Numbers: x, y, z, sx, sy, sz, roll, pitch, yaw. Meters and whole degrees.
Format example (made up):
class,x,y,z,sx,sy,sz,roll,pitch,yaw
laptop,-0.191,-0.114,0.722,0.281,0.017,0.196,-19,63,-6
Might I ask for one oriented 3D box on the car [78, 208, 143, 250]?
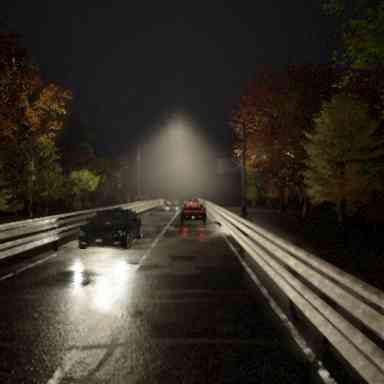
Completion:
class,x,y,z,sx,sy,sz,roll,pitch,yaw
car,-3.351,1.466,14.440,1.882,1.535,5.008,0,0,0

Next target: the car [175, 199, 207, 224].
class,x,y,z,sx,sy,sz,roll,pitch,yaw
car,0.093,1.524,24.849,2.128,1.511,4.902,0,0,0

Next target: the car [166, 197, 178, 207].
class,x,y,z,sx,sy,sz,roll,pitch,yaw
car,-3.325,1.684,56.939,2.097,1.767,4.553,0,-1,0
